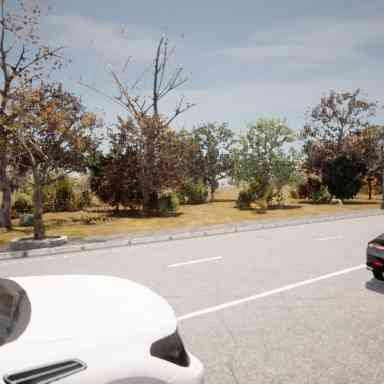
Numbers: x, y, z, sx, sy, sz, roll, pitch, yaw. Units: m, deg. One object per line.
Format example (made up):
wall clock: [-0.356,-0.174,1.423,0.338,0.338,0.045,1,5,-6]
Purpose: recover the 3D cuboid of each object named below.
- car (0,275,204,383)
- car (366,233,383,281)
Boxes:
car: [-2.552,1.218,1.929,5.566,2.045,2.150,0,0,-36]
car: [6.178,1.350,8.150,4.902,1.511,2.128,-1,1,-35]
